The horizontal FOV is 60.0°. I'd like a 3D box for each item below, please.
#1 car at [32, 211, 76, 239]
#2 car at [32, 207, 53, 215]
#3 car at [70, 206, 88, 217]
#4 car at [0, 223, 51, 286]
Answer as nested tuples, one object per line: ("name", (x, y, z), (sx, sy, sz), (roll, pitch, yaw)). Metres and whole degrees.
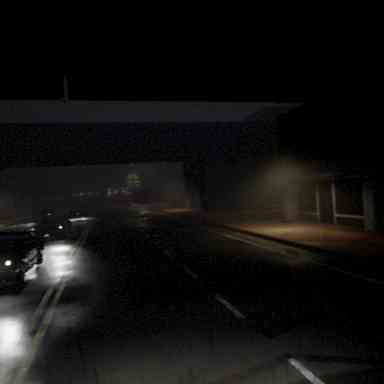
("car", (-8.595, 2.130, 20.539), (1.895, 1.301, 4.718), (-4, 0, -15))
("car", (-16.632, 2.533, 37.429), (1.837, 1.490, 4.892), (-4, 0, -14))
("car", (-13.864, 2.413, 40.741), (1.994, 1.385, 4.181), (-4, 0, -15))
("car", (-5.891, 1.966, 10.333), (1.895, 1.301, 4.718), (-4, 0, -15))
